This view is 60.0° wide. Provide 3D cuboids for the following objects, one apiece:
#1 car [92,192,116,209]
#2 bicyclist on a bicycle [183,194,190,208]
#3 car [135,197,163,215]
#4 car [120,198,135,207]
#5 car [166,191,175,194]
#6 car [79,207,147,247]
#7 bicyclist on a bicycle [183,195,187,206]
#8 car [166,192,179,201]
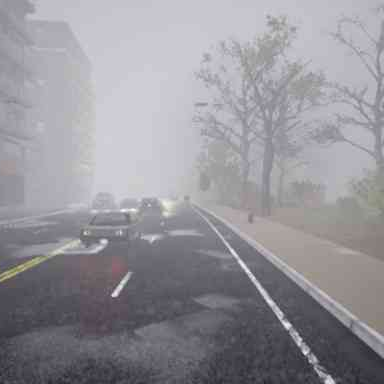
[{"bbox_3d":[-11.223,1.062,42.646,2.150,2.045,5.566,0,0,-4],"label":"car"},{"bbox_3d":[-0.495,1.198,43.083,0.659,1.776,1.843,0,1,-4],"label":"bicyclist on a bicycle"},{"bbox_3d":[-3.959,1.229,32.237,2.097,1.767,4.553,0,0,-3],"label":"car"},{"bbox_3d":[-7.967,1.403,42.575,1.994,1.385,4.181,0,0,-3],"label":"car"},{"bbox_3d":[-5.407,0.790,86.070,2.150,2.045,5.566,0,0,-8],"label":"car"},{"bbox_3d":[-3.336,1.548,14.636,1.895,1.301,4.718,0,0,-1],"label":"car"},{"bbox_3d":[-1.067,1.246,51.392,0.582,1.620,1.656,0,0,-4],"label":"bicyclist on a bicycle"},{"bbox_3d":[-4.055,1.249,74.304,1.994,1.385,4.181,0,0,-6],"label":"car"}]
